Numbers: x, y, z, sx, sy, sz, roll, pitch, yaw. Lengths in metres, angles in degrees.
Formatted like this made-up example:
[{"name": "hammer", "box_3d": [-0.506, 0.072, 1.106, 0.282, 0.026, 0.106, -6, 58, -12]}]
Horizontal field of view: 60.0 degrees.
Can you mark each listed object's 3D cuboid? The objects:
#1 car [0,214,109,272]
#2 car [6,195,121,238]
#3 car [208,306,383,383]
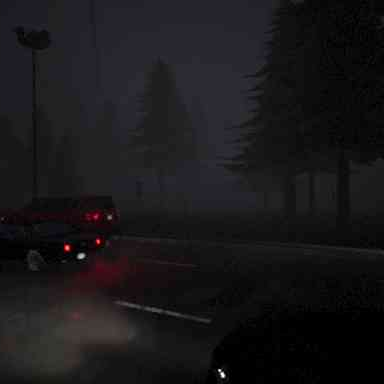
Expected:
[{"name": "car", "box_3d": [-5.195, 1.556, 10.470, 4.718, 1.301, 1.895, 0, 0, 24]}, {"name": "car", "box_3d": [-5.783, 1.148, 14.561, 5.566, 2.045, 2.150, -1, 0, 24]}, {"name": "car", "box_3d": [2.349, 1.463, 2.019, 4.902, 1.511, 2.128, 0, 0, 36]}]
